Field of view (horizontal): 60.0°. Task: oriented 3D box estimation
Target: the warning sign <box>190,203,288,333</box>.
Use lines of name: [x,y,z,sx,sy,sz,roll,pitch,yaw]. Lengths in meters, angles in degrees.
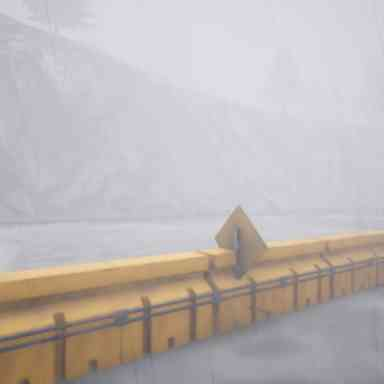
warning sign: [0.775,1.149,5.729,1.060,1.860,1.300,1,0,-35]
